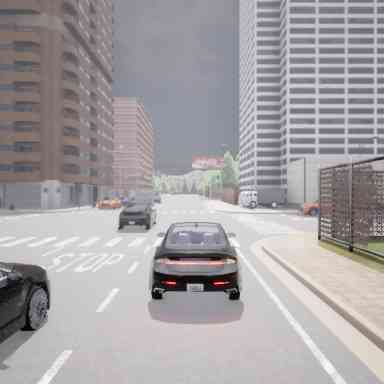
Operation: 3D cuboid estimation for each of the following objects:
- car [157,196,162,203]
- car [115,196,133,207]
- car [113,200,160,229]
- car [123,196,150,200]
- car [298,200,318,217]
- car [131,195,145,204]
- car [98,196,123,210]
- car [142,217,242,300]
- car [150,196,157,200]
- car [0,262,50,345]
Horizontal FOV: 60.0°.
[{"bbox_3d":[-7.020,1.477,64.513,1.882,1.535,5.008,0,0,1],"label":"car"},{"bbox_3d":[-10.566,1.477,52.127,1.882,1.535,5.008,0,0,0],"label":"car"},{"bbox_3d":[-3.390,1.481,21.160,1.837,1.490,4.892,0,0,0],"label":"car"},{"bbox_3d":[-7.047,1.352,42.893,2.097,1.767,4.553,0,0,0],"label":"car"},{"bbox_3d":[12.106,1.296,30.295,4.553,1.767,2.097,0,0,0],"label":"car"},{"bbox_3d":[-10.508,1.478,65.309,1.882,1.535,5.008,0,0,1],"label":"car"},{"bbox_3d":[-10.571,1.352,42.903,2.097,1.767,4.553,0,0,0],"label":"car"},{"bbox_3d":[0.107,1.492,8.364,2.128,1.511,4.902,0,0,1],"label":"car"},{"bbox_3d":[-7.068,1.505,52.026,1.837,1.490,4.892,0,0,0],"label":"car"},{"bbox_3d":[-3.397,1.491,3.927,2.128,1.511,4.902,0,0,0],"label":"car"}]
